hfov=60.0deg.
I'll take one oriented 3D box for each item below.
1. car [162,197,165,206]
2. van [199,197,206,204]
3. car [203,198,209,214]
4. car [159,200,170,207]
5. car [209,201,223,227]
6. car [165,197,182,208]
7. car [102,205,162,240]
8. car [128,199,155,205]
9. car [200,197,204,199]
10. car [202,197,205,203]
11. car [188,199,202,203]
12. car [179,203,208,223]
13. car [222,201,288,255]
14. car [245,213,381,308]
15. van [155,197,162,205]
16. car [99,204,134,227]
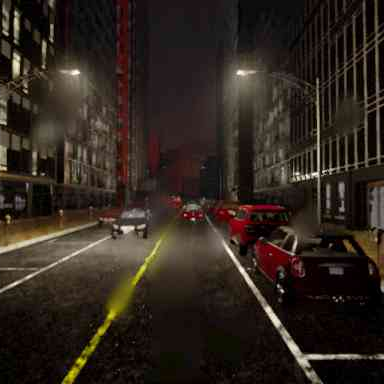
[{"bbox_3d":[-5.639,1.978,63.824,2.192,1.841,5.009,1,-1,0],"label":"car"},{"bbox_3d":[2.707,2.240,86.246,1.690,1.788,3.998,1,-1,0],"label":"van"},{"bbox_3d":[2.706,1.871,41.629,1.967,1.590,4.097,1,-1,0],"label":"car"},{"bbox_3d":[-5.644,2.288,69.396,1.947,1.339,4.313,1,-1,0],"label":"car"},{"bbox_3d":[2.708,1.573,24.901,2.192,1.841,5.009,1,-1,0],"label":"car"},{"bbox_3d":[-3.035,1.843,60.027,2.150,2.045,5.566,0,-1,1],"label":"car"},{"bbox_3d":[-3.100,1.682,18.373,2.128,1.511,4.902,0,-1,0],"label":"car"},{"bbox_3d":[-5.672,1.688,35.949,2.192,1.841,5.009,1,-1,0],"label":"car"},{"bbox_3d":[2.704,2.133,58.529,1.752,1.417,4.829,1,-1,0],"label":"car"},{"bbox_3d":[2.706,1.929,47.206,1.967,1.590,4.097,1,-1,0],"label":"car"},{"bbox_3d":[0.099,1.995,45.337,1.812,1.442,4.674,0,-1,0],"label":"car"},{"bbox_3d":[0.100,1.898,28.661,1.895,1.301,4.718,0,-1,0],"label":"car"},{"bbox_3d":[2.708,1.458,13.746,2.192,1.841,5.009,1,-1,0],"label":"car"},{"bbox_3d":[2.706,1.525,8.167,1.967,1.590,4.097,1,-1,0],"label":"car"},{"bbox_3d":[-5.682,1.829,47.100,1.690,1.788,3.998,1,-1,0],"label":"van"},{"bbox_3d":[-5.677,1.839,24.797,1.802,1.307,4.206,1,-1,0],"label":"car"}]
